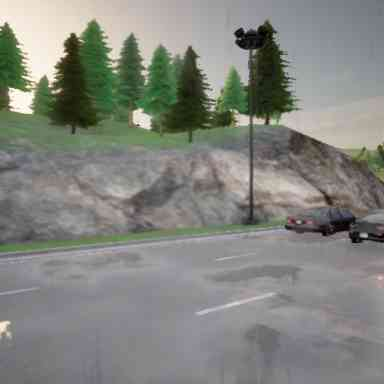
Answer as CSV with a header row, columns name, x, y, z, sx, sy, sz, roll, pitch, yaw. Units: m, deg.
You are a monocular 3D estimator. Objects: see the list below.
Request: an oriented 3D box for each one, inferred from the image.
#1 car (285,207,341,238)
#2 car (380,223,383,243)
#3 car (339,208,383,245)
name,x,y,z,sx,sy,sz,roll,pitch,yaw
car,7.189,1.494,17.477,5.357,1.411,2.033,0,0,-36
car,7.114,1.528,8.821,4.181,1.385,1.994,0,0,-36
car,8.469,1.476,14.089,4.674,1.442,1.812,0,0,-35
